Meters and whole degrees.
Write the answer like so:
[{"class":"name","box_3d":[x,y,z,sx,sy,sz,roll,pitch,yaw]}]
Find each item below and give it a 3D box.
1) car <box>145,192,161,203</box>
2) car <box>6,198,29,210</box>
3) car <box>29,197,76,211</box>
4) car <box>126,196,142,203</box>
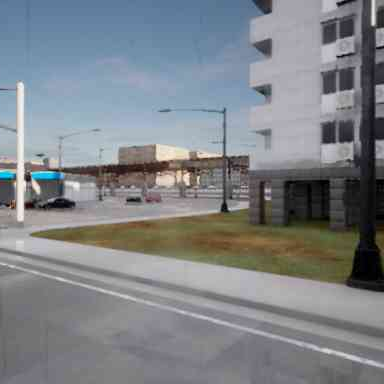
[{"class":"car","box_3d":[-6.955,0.986,60.435,2.150,2.045,5.566,0,0,3]},{"class":"car","box_3d":[-18.745,1.383,38.444,1.895,1.301,4.718,0,0,35]},{"class":"car","box_3d":[-15.287,1.328,37.380,1.812,1.442,4.674,0,0,34]},{"class":"car","box_3d":[-10.514,1.346,59.977,1.895,1.301,4.718,0,0,4]}]
